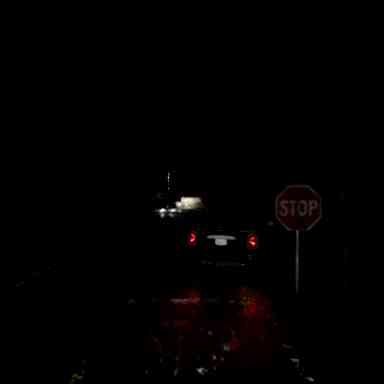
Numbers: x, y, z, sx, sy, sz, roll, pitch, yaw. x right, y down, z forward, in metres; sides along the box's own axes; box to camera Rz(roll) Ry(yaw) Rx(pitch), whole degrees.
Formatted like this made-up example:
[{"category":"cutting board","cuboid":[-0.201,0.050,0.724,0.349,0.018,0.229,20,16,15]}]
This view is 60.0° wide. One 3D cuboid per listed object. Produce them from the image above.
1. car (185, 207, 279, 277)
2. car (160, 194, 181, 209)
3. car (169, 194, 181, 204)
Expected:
[{"category":"car","cuboid":[1.446,1.298,10.436,2.097,1.767,4.553,0,0,19]},{"category":"car","cuboid":[-2.841,1.282,40.869,2.033,1.411,5.357,0,0,0]},{"category":"car","cuboid":[-2.809,1.147,56.353,1.812,1.442,4.674,0,0,0]}]
